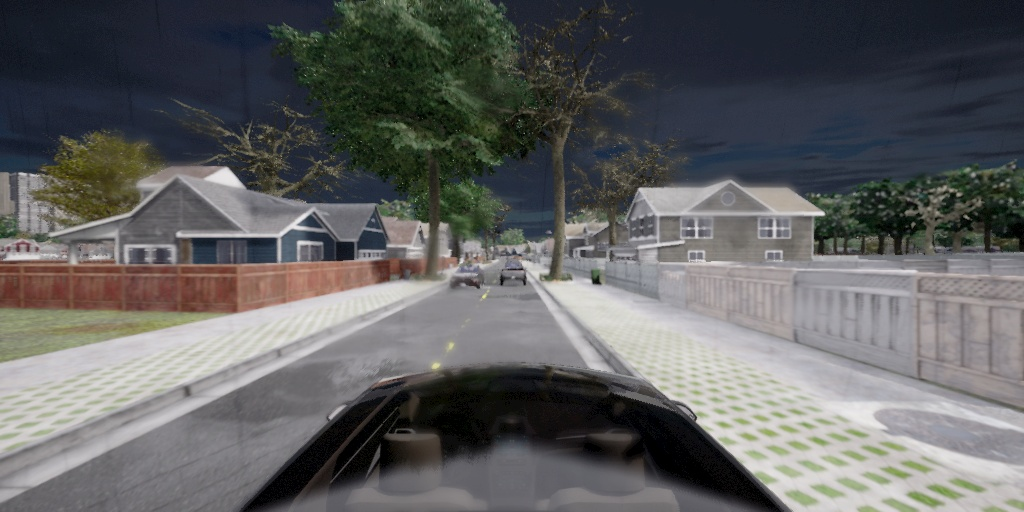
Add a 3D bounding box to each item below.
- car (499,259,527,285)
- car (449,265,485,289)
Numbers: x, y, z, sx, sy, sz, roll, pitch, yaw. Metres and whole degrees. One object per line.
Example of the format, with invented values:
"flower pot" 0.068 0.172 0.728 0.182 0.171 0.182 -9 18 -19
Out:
"car" 0.092 1.234 26.159 2.128 1.511 4.902 0 0 0
"car" -2.741 1.290 23.128 2.033 1.411 5.357 0 0 0
